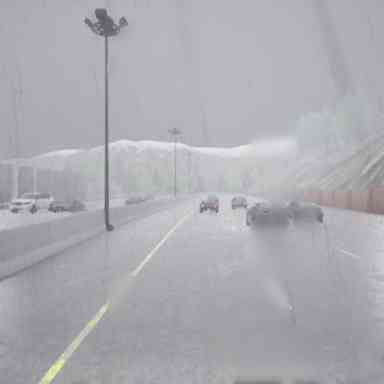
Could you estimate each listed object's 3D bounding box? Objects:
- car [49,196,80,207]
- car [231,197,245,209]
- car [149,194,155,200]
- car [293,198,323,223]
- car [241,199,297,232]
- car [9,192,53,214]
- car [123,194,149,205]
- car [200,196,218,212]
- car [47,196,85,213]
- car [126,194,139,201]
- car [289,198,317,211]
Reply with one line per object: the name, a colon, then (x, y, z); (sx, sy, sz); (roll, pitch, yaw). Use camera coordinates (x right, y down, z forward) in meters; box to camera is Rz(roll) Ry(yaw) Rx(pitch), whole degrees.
car: (-18.371, 1.313, 48.089); (2.033, 1.411, 5.357); (0, 0, 5)
car: (5.839, 1.347, 41.274); (2.033, 1.411, 5.357); (0, 0, 5)
car: (-9.601, 1.181, 74.730); (1.994, 1.385, 4.181); (0, 0, 3)
car: (8.089, 1.408, 24.187); (1.812, 1.442, 4.674); (0, 0, 4)
car: (4.316, 1.396, 19.560); (2.128, 1.511, 4.902); (0, 0, 3)
car: (-16.003, 1.058, 33.668); (2.150, 2.045, 5.566); (0, 0, 4)
car: (-7.978, 1.322, 46.383); (2.033, 1.411, 5.357); (0, 0, 5)
car: (1.904, 1.427, 35.746); (1.895, 1.301, 4.718); (0, 0, 4)
car: (-12.473, 1.399, 33.836); (1.994, 1.385, 4.181); (0, 0, 4)
car: (-13.171, 1.139, 73.548); (1.837, 1.490, 4.892); (0, 0, 3)
car: (12.618, 1.379, 38.081); (1.994, 1.385, 4.181); (0, 0, 4)
